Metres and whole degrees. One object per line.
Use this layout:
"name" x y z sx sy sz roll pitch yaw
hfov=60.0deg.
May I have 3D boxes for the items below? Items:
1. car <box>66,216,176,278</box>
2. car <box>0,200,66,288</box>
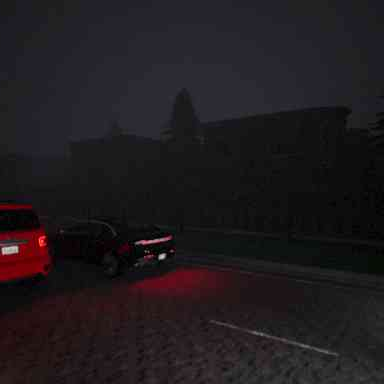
"car" -2.746 1.486 10.199 4.902 1.511 2.128 0 0 36
"car" -5.675 1.216 7.999 5.566 2.045 2.150 0 0 36
